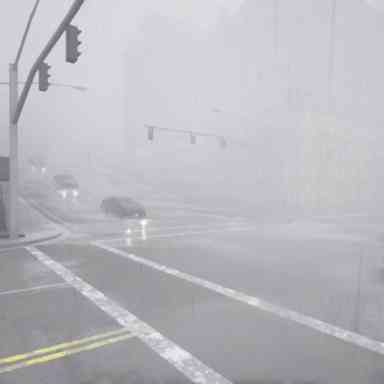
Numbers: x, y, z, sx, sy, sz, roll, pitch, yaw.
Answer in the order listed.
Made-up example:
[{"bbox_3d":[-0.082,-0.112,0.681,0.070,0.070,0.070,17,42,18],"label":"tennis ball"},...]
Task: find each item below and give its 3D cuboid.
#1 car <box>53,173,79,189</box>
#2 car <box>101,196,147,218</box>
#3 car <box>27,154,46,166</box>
[{"bbox_3d":[-15.274,-1.455,40.123,2.033,1.411,5.357,0,12,-35],"label":"car"},{"bbox_3d":[-5.570,1.093,26.530,2.033,1.411,5.357,0,5,-36],"label":"car"},{"bbox_3d":[-25.601,-5.337,54.748,2.097,1.767,4.553,0,9,-35],"label":"car"}]
